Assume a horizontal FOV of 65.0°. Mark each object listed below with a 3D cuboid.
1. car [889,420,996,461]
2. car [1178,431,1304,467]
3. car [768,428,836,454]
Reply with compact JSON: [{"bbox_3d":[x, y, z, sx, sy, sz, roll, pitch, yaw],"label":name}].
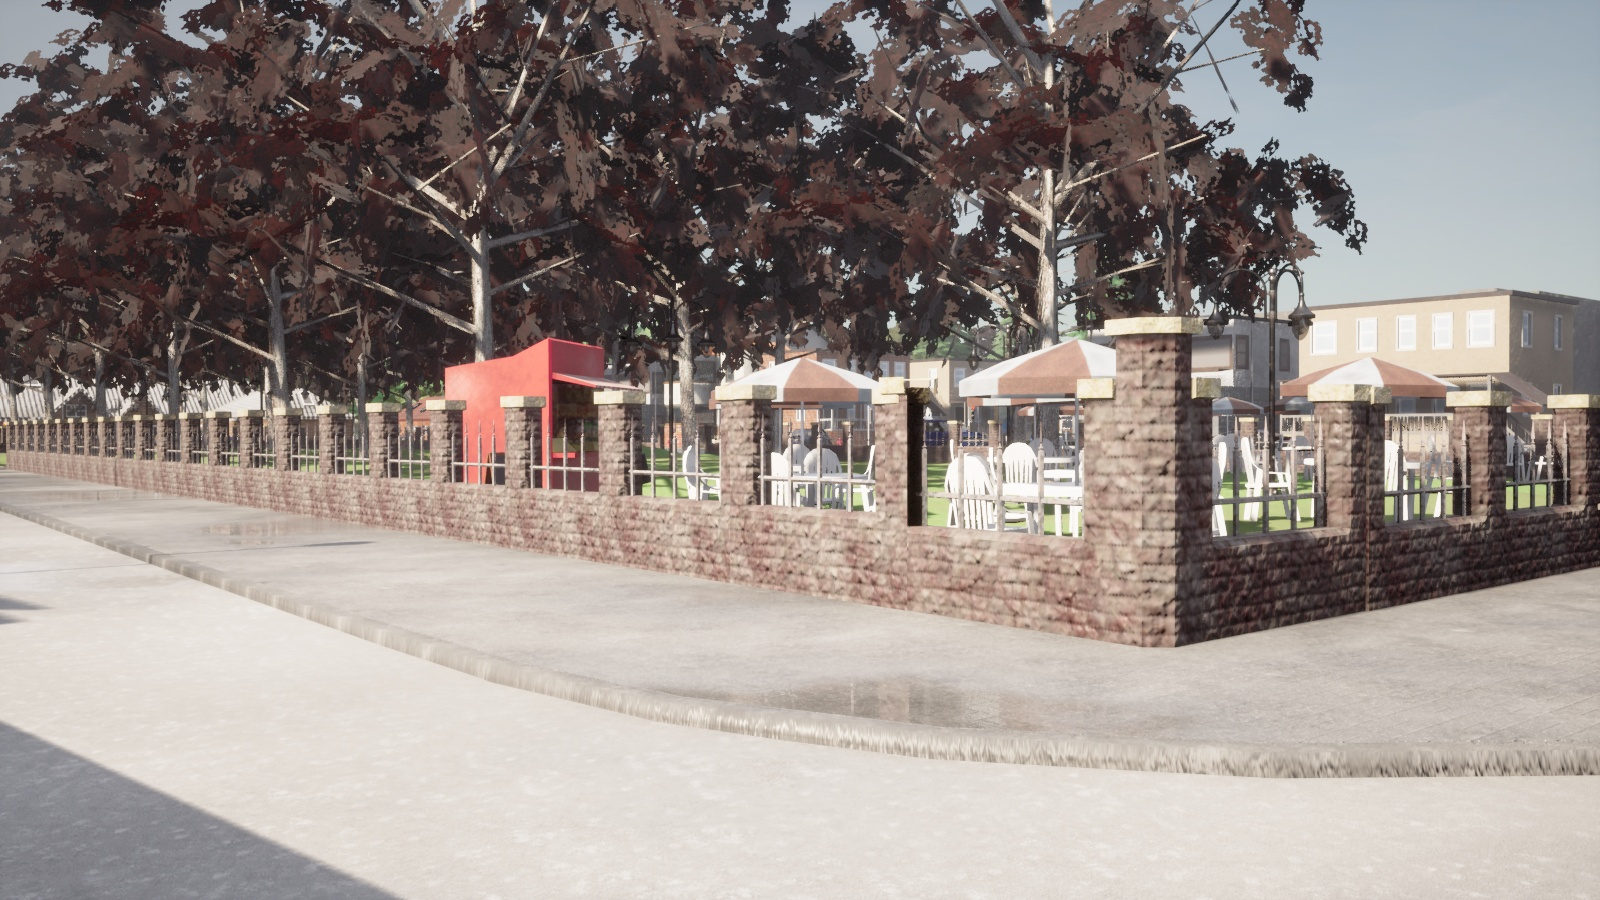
[{"bbox_3d":[7.317,-0.523,65.032,2.150,2.045,5.566,-1,1,-39],"label":"car"},{"bbox_3d":[19.677,-0.093,56.163,2.128,1.511,4.902,-1,1,-39],"label":"car"},{"bbox_3d":[0.151,-0.632,82.603,2.033,1.649,4.856,0,1,35],"label":"car"}]
